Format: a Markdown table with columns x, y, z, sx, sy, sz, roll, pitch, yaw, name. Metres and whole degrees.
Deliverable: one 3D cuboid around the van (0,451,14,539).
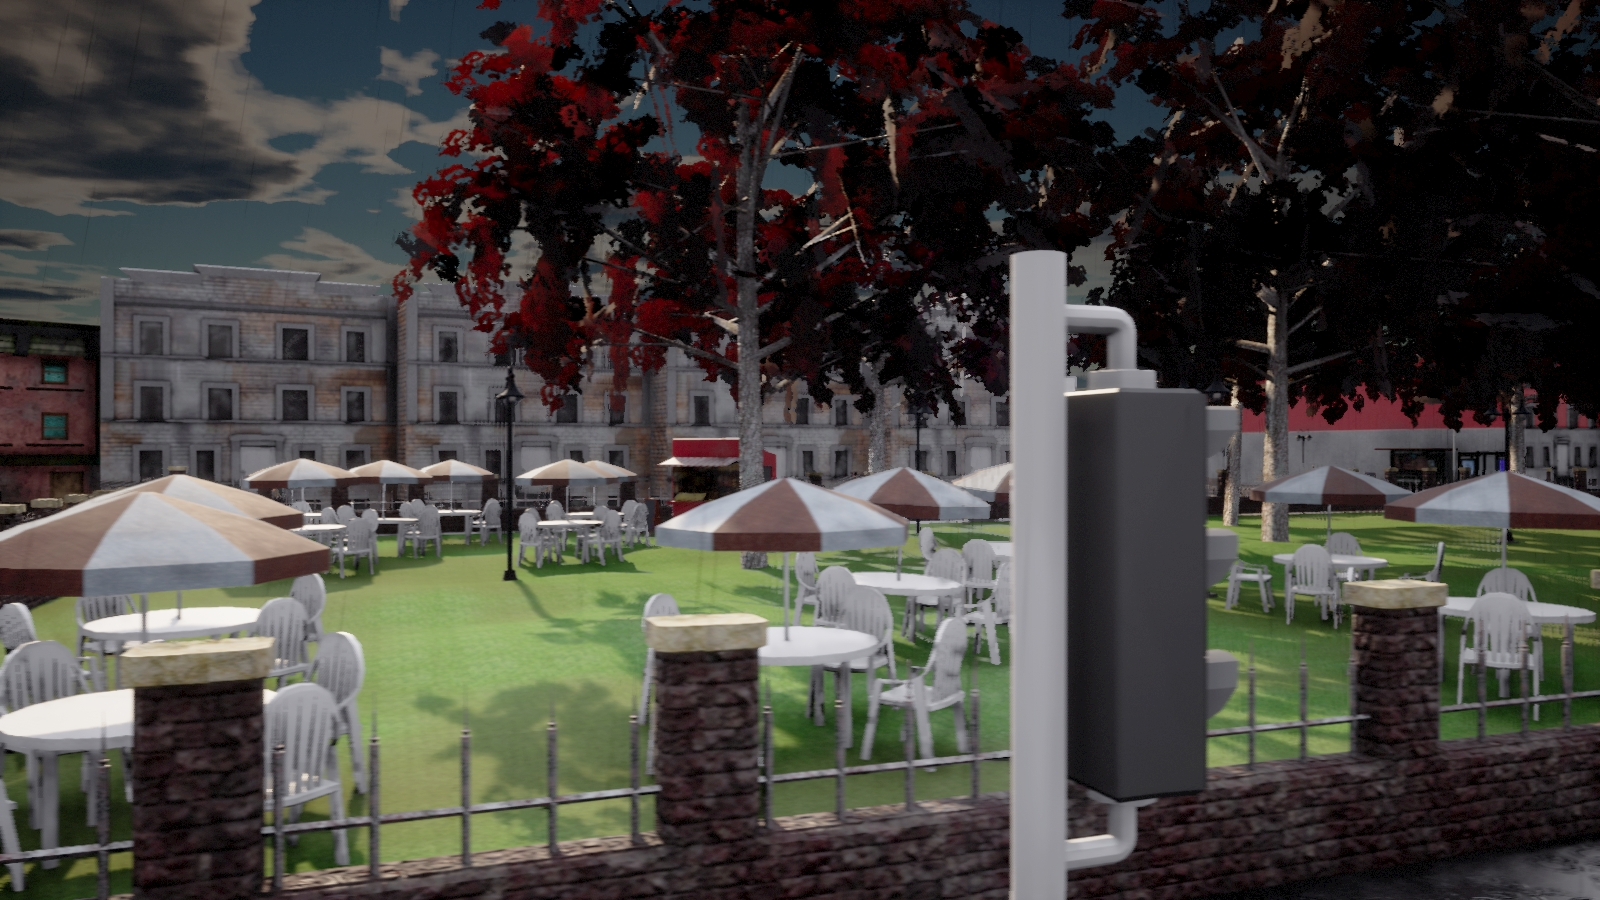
| x | y | z | sx | sy | sz | roll | pitch | yaw | name |
| --- | --- | --- | --- | --- | --- | --- | --- | --- | --- |
| -23.652 | 1.315 | 31.179 | 1.988 | 2.561 | 5.915 | 0 | 0 | -18 | van |
